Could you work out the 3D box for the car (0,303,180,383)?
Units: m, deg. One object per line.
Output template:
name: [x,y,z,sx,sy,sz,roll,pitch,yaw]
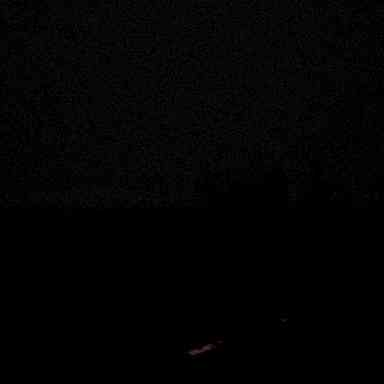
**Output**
car: [-2.253,1.492,1.456,4.902,1.511,2.128,0,0,-35]
